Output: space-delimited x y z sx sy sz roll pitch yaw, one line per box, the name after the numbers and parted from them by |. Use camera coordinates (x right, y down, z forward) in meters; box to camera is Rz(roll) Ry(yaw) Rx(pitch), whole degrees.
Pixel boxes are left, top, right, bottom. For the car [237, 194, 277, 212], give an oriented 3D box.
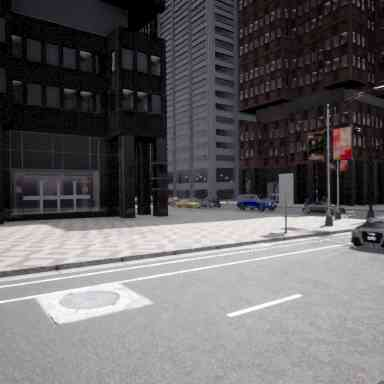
8.052 1.318 41.846 2.150 2.045 5.566 -1 0 -36 | car

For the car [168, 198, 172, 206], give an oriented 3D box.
-3.298 1.732 57.815 1.994 1.385 4.181 -1 0 -35 | car

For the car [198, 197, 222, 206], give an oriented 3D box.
3.117 1.615 58.837 1.887 1.381 4.507 -1 1 -36 | car

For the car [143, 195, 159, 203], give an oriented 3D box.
-9.500 1.598 76.492 1.967 1.590 4.097 -1 1 -36 | car

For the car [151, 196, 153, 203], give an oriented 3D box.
-7.801 1.717 69.527 2.033 1.411 5.357 -1 0 -36 | car

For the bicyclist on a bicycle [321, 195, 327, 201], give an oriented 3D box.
17.394 1.254 43.789 1.656 1.620 0.582 -1 1 -36 | bicyclist on a bicycle

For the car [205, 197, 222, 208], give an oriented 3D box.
2.497 1.695 49.641 1.994 1.385 4.181 -1 0 -35 | car

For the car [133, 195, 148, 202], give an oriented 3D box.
-12.654 1.621 80.906 1.967 1.590 4.097 -1 1 -36 | car

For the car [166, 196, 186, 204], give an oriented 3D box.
-3.290 1.639 67.803 1.752 1.417 4.829 -1 1 -36 | car

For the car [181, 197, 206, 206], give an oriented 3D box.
0.245 1.620 58.282 1.837 1.490 4.892 -1 1 -36 | car

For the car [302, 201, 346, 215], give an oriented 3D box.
13.511 1.628 34.221 1.994 1.385 4.181 -1 0 -36 | car

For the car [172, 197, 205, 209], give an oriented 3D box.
-0.569 1.702 49.333 1.752 1.417 4.829 -1 1 -36 | car

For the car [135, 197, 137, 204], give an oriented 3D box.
-10.131 1.821 62.717 1.802 1.307 4.206 -1 1 -36 | car

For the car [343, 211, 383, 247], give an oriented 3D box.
8.371 1.555 13.651 4.181 1.385 1.994 0 0 -36 | car
